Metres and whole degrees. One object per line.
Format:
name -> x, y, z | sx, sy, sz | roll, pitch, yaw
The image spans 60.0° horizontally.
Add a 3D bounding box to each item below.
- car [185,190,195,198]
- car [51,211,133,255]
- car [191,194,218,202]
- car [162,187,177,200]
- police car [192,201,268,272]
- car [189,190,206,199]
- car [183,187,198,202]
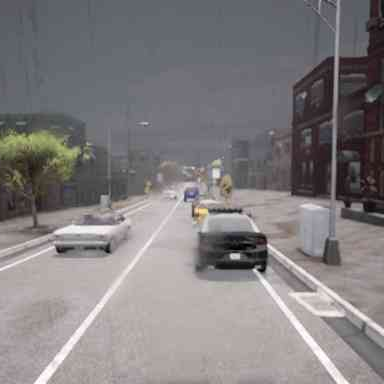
car -> -0.432, 0.314, 61.128 | 1.812, 1.442, 4.674 | 0, 1, 0
car -> -3.619, 1.453, 12.853 | 1.895, 1.301, 4.718 | 0, 1, 0
car -> 1.020, 1.177, 20.656 | 1.801, 1.575, 5.366 | 0, 1, 0
car -> -3.640, 0.163, 54.326 | 2.150, 2.045, 5.566 | 0, 2, 0
police car -> 1.034, 1.309, 10.573 | 1.930, 1.638, 5.238 | 0, 1, 0
car -> 1.011, 0.955, 26.438 | 2.097, 1.767, 4.553 | 0, 1, 0
car -> -0.053, 0.322, 47.597 | 2.150, 2.045, 5.566 | 0, 1, 0
